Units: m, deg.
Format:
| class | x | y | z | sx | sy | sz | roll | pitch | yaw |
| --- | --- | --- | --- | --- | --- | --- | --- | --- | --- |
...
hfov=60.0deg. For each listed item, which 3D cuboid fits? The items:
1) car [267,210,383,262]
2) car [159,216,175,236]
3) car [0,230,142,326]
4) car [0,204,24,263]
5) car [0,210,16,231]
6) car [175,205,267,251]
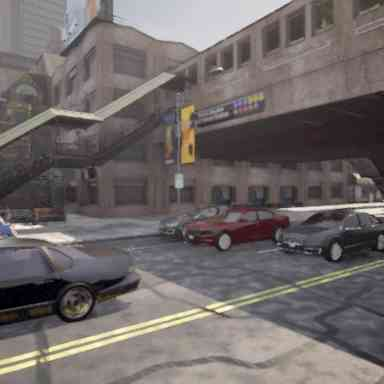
| class | x | y | z | sx | sy | sz | roll | pitch | yaw |
| --- | --- | --- | --- | --- | --- | --- | --- | --- | --- |
| car | 5.151 | 1.427 | 11.906 | 4.892 | 1.490 | 1.837 | 0 | 0 | -35 |
| car | 0.757 | 1.413 | 16.718 | 4.892 | 1.521 | 2.231 | 0 | 0 | -26 |
| car | -3.579 | 1.551 | 5.672 | 5.357 | 1.411 | 2.033 | -1 | 0 | -35 |
| car | -8.025 | 1.370 | 10.472 | 4.553 | 1.767 | 2.185 | -1 | 0 | -36 |
| car | -6.771 | 1.369 | 7.700 | 4.553 | 1.767 | 2.097 | -1 | 0 | -35 |
| car | 2.018 | 1.412 | 13.975 | 5.008 | 1.535 | 1.882 | -1 | 0 | -35 |
